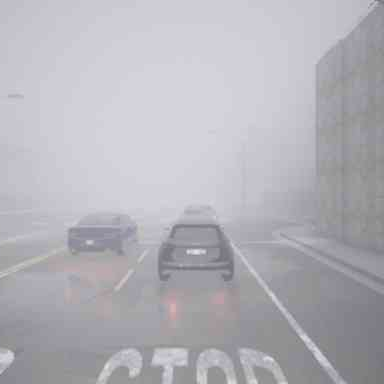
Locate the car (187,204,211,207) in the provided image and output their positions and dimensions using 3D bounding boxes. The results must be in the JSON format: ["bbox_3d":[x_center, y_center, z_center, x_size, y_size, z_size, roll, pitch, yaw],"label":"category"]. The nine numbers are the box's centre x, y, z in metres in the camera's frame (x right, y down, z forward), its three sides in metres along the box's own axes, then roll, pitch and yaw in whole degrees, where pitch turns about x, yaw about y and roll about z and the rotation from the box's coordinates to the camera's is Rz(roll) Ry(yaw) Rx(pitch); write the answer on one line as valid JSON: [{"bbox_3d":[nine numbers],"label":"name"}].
[{"bbox_3d":[0.571,1.593,23.443,2.163,1.488,4.792,0,0,13],"label":"car"}]

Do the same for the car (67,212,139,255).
[{"bbox_3d":[-3.399,1.530,13.544,1.882,1.535,5.008,0,0,0],"label":"car"}]

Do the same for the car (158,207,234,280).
[{"bbox_3d":[0.101,1.470,10.085,2.033,1.649,4.856,0,0,0],"label":"car"}]
